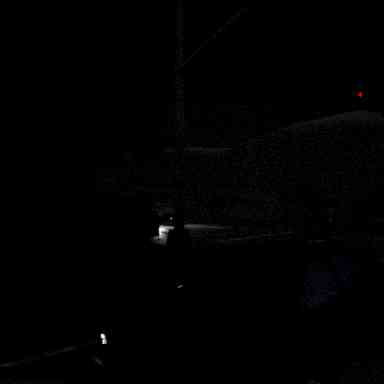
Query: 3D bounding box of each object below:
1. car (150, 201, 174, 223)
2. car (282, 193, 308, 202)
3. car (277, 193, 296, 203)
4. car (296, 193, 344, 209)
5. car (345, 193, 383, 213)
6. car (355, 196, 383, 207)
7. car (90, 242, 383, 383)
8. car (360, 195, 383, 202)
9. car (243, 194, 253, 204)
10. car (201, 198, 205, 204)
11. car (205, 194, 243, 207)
[{"bbox_3d":[-2.626,1.334,22.275,1.812,1.442,4.674,0,0,-36],"label":"car"},{"bbox_3d":[20.608,1.097,66.623,1.932,1.855,4.605,0,0,-36],"label":"car"},{"bbox_3d":[18.496,1.077,64.585,1.905,1.878,3.866,0,0,-36],"label":"car"},{"bbox_3d":[15.780,1.097,41.161,1.932,1.855,4.605,0,0,-36],"label":"car"},{"bbox_3d":[17.730,1.077,32.860,1.905,1.878,3.866,0,0,-36],"label":"car"},{"bbox_3d":[26.288,1.298,47.888,2.007,1.523,4.514,0,0,-36],"label":"car"},{"bbox_3d":[1.367,1.527,4.910,5.357,1.411,2.033,-1,1,-41],"label":"car"},{"bbox_3d":[37.680,1.384,69.648,1.970,1.475,3.806,0,0,-36],"label":"car"},{"bbox_3d":[8.131,1.154,57.084,2.152,1.636,5.027,0,0,-36],"label":"car"},{"bbox_3d":[3.122,1.232,53.060,1.970,1.475,3.806,0,0,-36],"label":"car"},{"bbox_3d":[4.287,1.298,45.202,2.007,1.523,4.514,0,0,-36],"label":"car"}]
